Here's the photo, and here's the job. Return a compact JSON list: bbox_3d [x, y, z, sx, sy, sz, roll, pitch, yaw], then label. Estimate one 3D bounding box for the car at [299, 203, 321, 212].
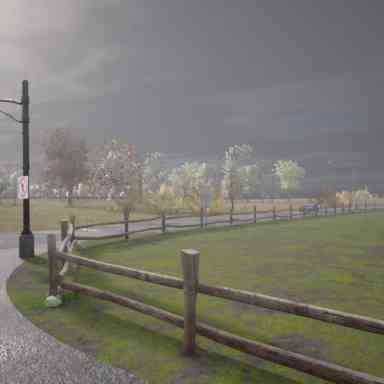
[{"bbox_3d":[18.823,2.449,53.022,2.033,1.411,5.357,-1,-2,40],"label":"car"}]
